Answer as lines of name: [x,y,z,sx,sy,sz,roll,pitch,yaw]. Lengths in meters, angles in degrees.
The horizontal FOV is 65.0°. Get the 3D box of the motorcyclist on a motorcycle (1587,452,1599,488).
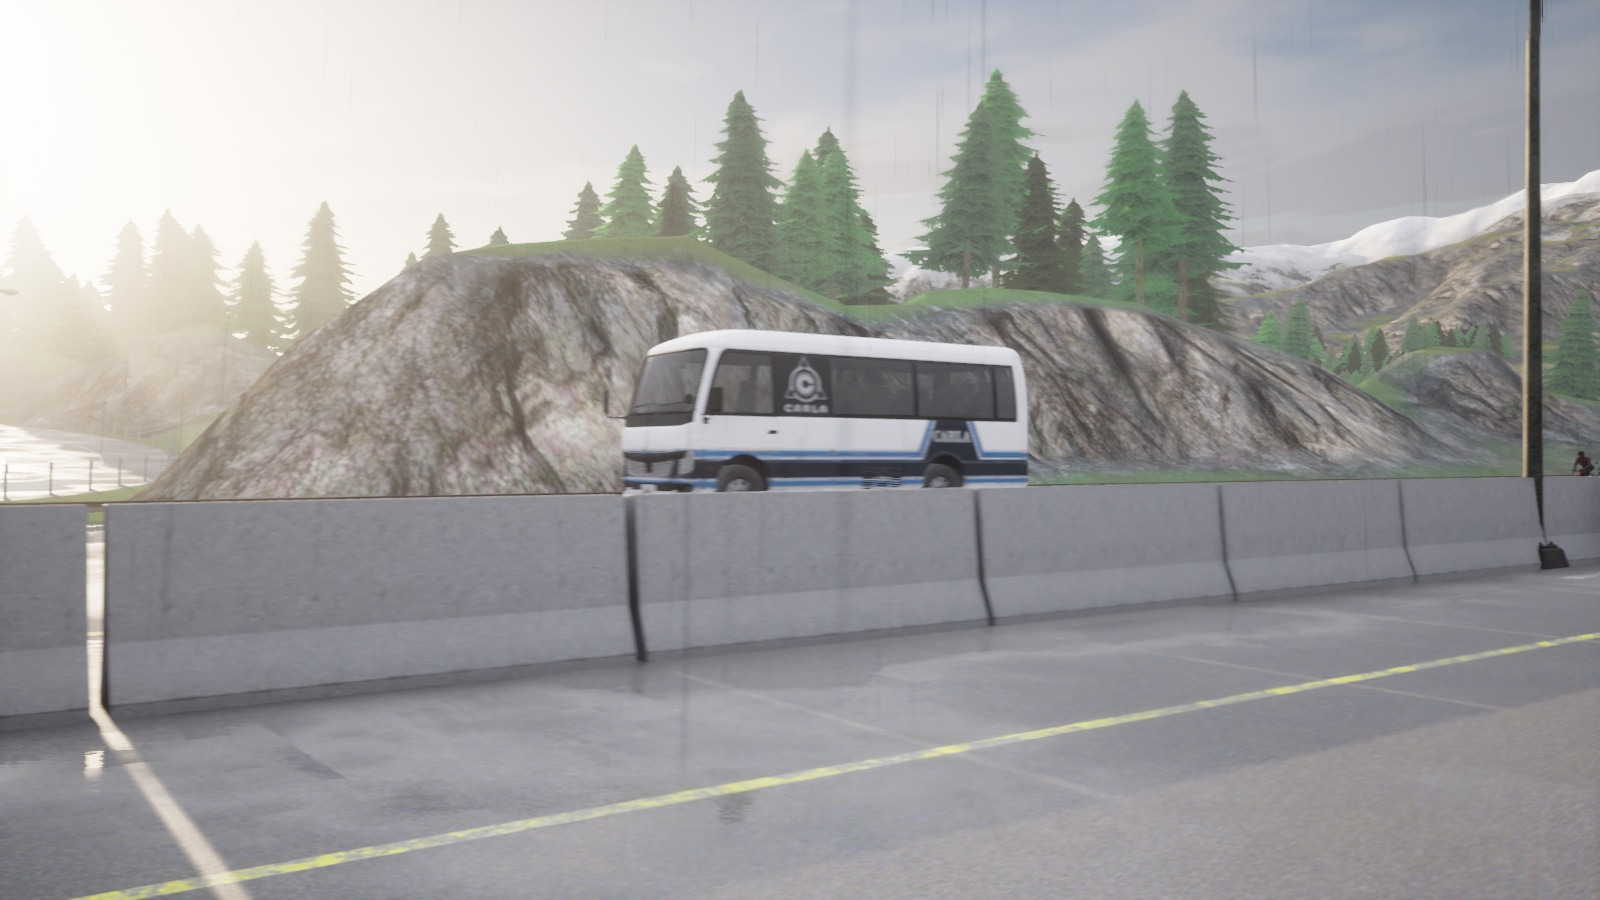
motorcyclist on a motorcycle: [34.258,0.837,53.089,2.191,1.530,0.866,0,0,-35]

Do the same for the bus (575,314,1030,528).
bus: [0.301,-0.560,29.460,10.273,4.253,3.944,0,0,-35]
